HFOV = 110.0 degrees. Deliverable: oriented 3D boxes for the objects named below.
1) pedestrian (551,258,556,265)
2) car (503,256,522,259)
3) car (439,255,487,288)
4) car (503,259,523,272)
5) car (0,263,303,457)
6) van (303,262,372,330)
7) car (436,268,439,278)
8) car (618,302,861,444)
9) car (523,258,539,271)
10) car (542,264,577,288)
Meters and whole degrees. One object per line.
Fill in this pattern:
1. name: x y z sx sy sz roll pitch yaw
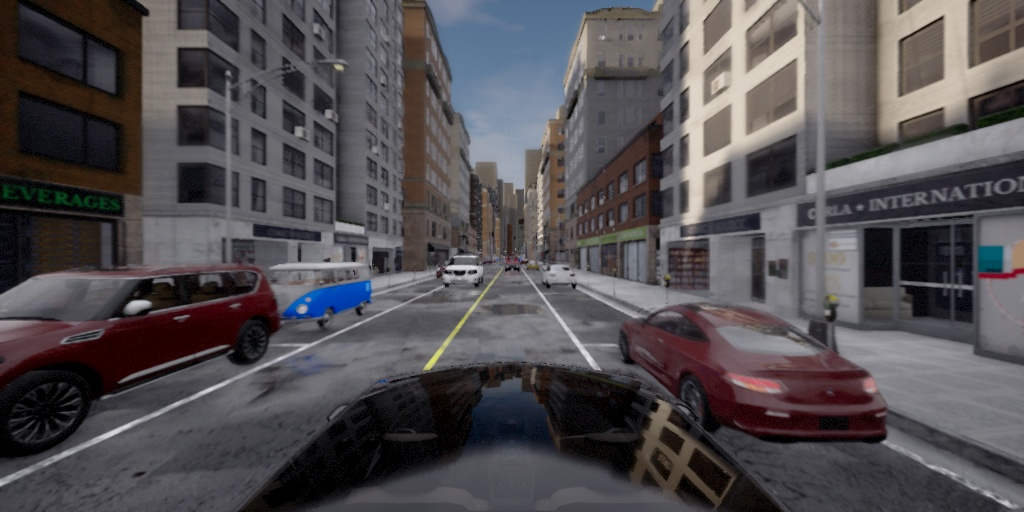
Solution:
1. pedestrian: 3.001 1.030 26.124 0.375 1.860 0.375 0 0 -10
2. car: 0.004 0.942 57.639 2.150 2.045 5.566 0 0 0
3. car: -3.097 0.959 23.862 2.150 2.045 5.566 0 0 0
4. car: 0.074 1.326 44.936 1.895 1.301 4.718 0 0 0
5. car: -5.668 1.064 5.255 2.192 1.841 5.009 0 0 0
6. van: -5.665 1.087 10.780 1.690 1.789 3.998 0 0 0
7. car: -5.667 1.171 32.885 1.967 1.591 4.097 0 0 0
8. car: 2.857 1.331 5.254 1.802 1.307 4.207 0 0 0
9. car: 2.860 1.249 49.630 1.751 1.417 4.829 0 0 0
10. car: 3.001 1.264 23.289 1.812 1.442 4.674 0 0 0
